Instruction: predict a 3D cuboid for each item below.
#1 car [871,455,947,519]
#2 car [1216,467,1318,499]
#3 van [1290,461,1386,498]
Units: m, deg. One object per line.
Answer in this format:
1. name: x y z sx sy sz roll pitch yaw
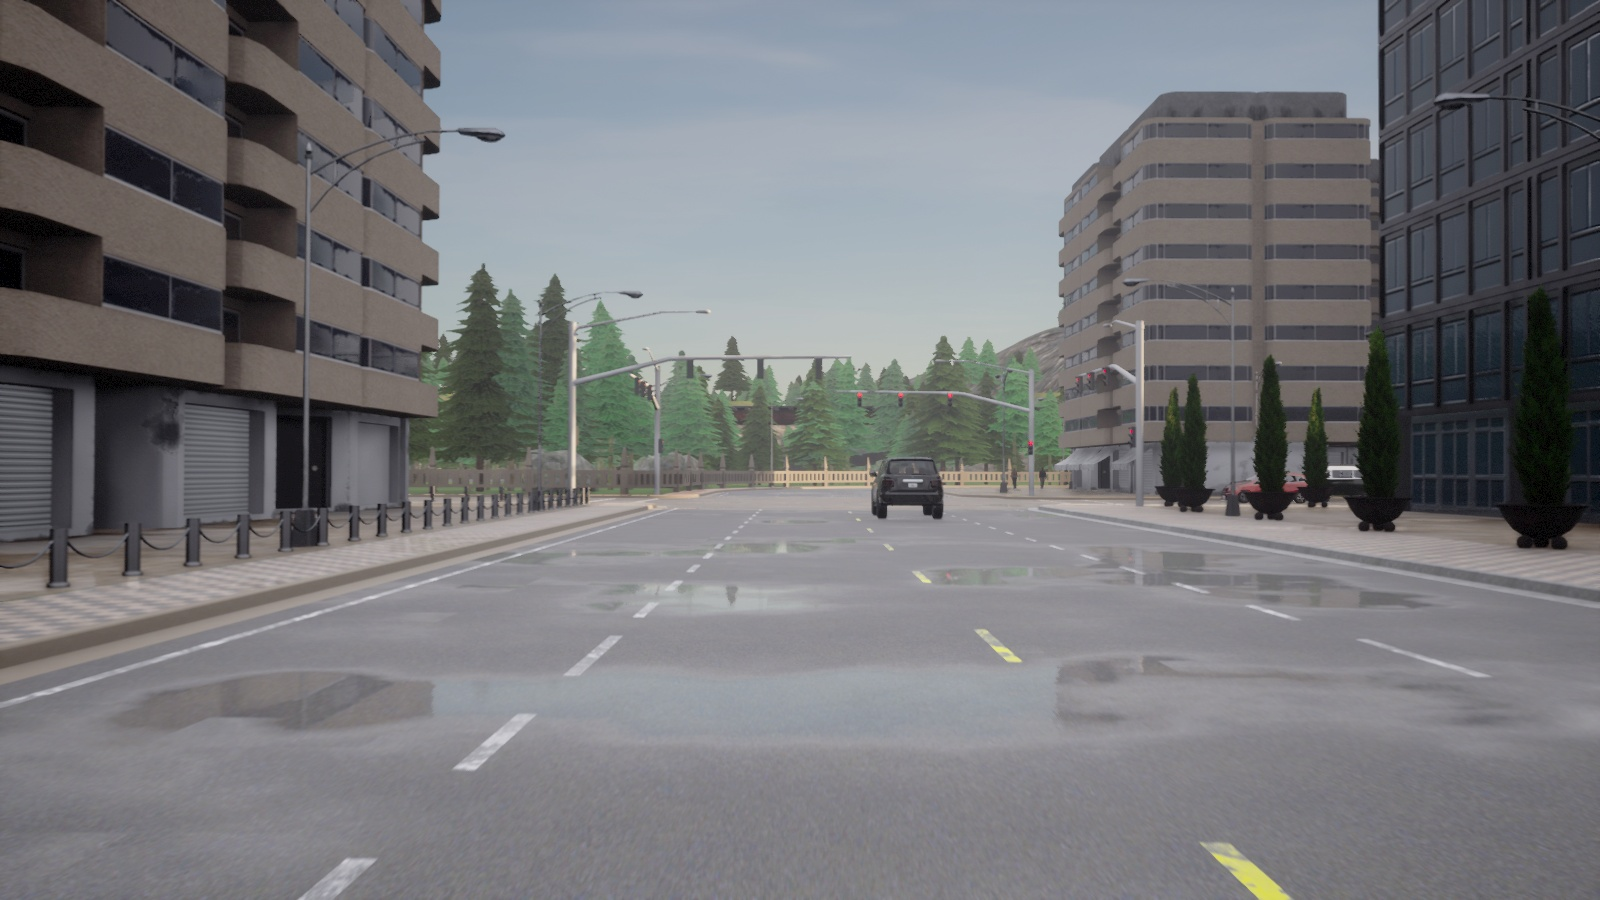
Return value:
1. car: 3.661 1.242 43.165 2.150 2.045 5.566 0 -1 0
2. car: 24.887 1.739 67.009 4.611 1.667 2.242 0 -1 0
3. van: 30.148 1.656 70.520 4.480 2.038 2.069 0 -1 0
